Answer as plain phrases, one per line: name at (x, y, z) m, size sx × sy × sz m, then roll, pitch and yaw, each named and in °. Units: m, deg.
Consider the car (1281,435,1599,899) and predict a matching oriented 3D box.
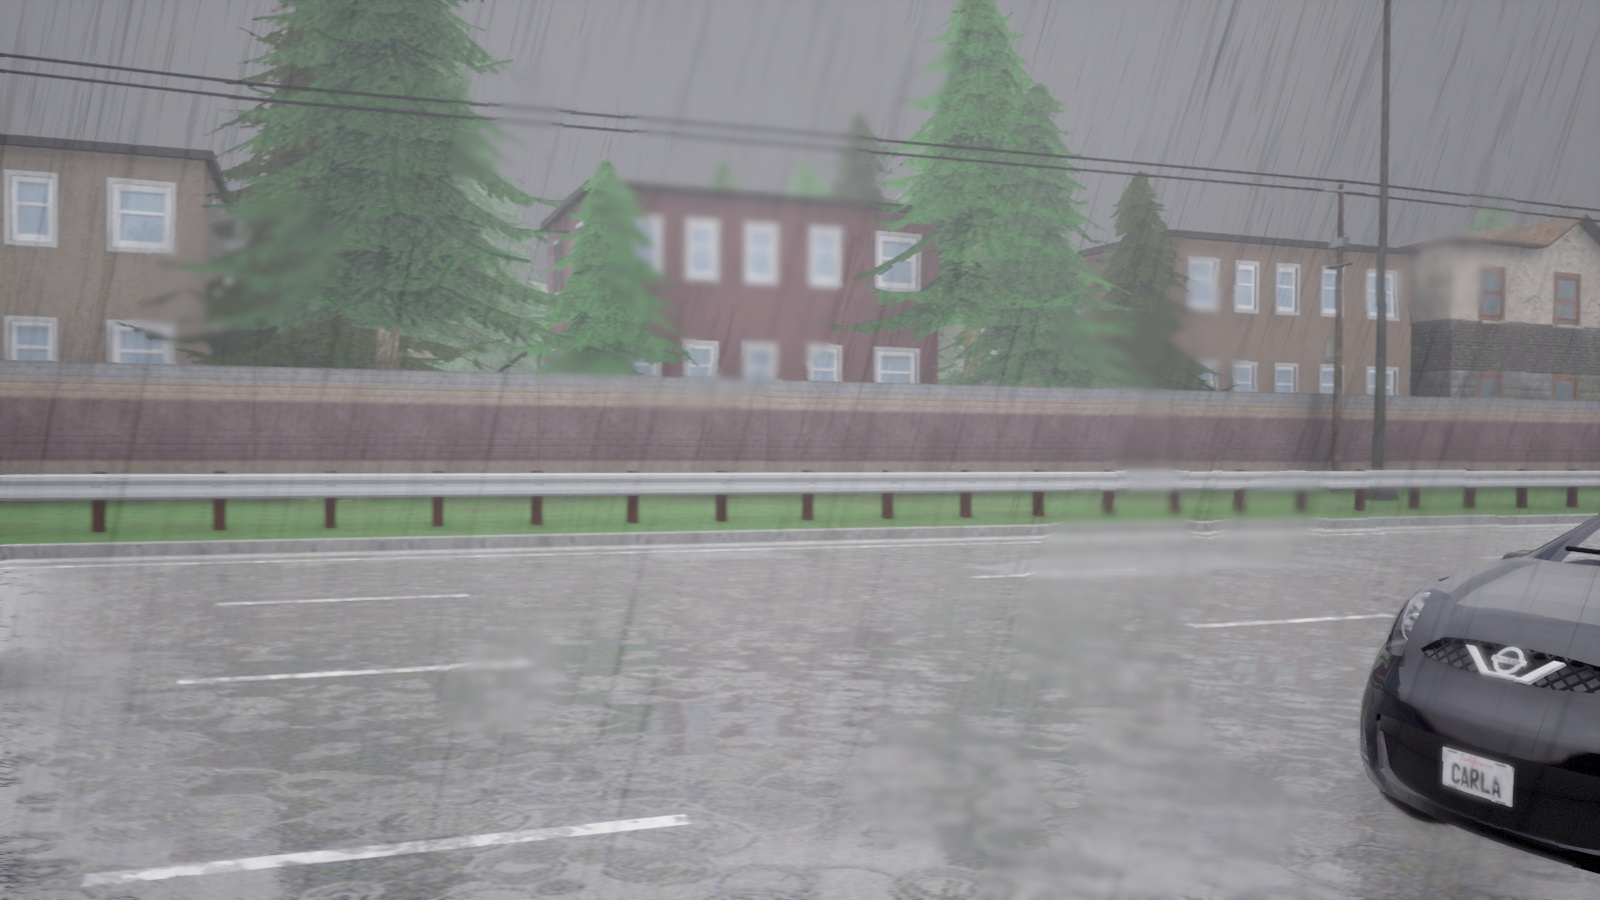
car at (3.923, 0.692, 4.729) m, size 3.633 × 1.501 × 1.845 m, roll -1°, pitch 1°, yaw -21°
